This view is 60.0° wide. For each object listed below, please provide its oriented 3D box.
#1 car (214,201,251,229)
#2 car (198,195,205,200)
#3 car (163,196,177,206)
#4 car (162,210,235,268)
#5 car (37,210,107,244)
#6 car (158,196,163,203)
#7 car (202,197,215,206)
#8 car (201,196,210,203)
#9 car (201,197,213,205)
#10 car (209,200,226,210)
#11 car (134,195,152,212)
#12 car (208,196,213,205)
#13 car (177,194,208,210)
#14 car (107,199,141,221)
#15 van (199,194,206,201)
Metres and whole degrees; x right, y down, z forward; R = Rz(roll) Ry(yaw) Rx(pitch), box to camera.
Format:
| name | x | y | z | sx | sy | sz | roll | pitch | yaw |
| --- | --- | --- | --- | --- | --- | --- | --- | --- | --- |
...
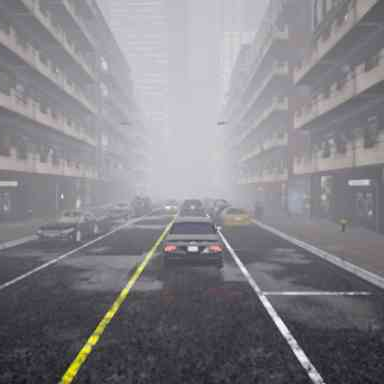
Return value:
| name | x | y | z | sx | sy | sz | roll | pitch | yaw |
| --- | --- | --- | --- | --- | --- | --- | --- | --- | --- |
| car | 2.675 | 1.526 | 21.431 | 1.752 | 1.417 | 4.829 | -1 | 0 | 0 |
| car | 2.660 | 1.563 | 94.087 | 2.008 | 1.369 | 4.403 | -1 | 0 | 0 |
| car | -3.087 | 1.568 | 52.970 | 1.994 | 1.385 | 4.181 | 0 | 0 | 0 |
| car | 0.044 | 1.548 | 11.282 | 2.033 | 1.411 | 5.357 | 0 | 0 | 0 |
| car | -5.704 | 1.551 | 15.686 | 2.008 | 1.369 | 4.403 | -1 | 0 | 0 |
| car | -5.715 | 1.557 | 66.104 | 2.008 | 1.369 | 4.403 | -1 | 0 | 0 |
| car | 2.668 | 1.570 | 54.873 | 1.947 | 1.339 | 4.313 | -1 | 0 | 0 |
| car | 2.984 | 1.533 | 72.489 | 1.812 | 1.442 | 4.674 | 0 | 0 | 0 |
| car | 2.666 | 1.556 | 60.476 | 2.008 | 1.369 | 4.403 | -1 | 0 | 0 |
| car | 2.674 | 1.567 | 26.863 | 1.947 | 1.339 | 4.313 | -1 | 0 | 0 |
| car | -5.712 | 1.317 | 38.094 | 2.192 | 1.841 | 5.009 | -1 | 0 | 0 |
| car | 2.671 | 1.441 | 32.465 | 1.967 | 1.590 | 4.097 | -1 | 0 | 0 |
| car | 0.063 | 1.352 | 29.681 | 2.097 | 1.767 | 4.553 | 0 | 0 | 0 |
| car | -5.706 | 1.552 | 26.890 | 2.008 | 1.369 | 4.403 | -1 | 0 | 0 |
| van | 2.658 | 1.352 | 88.485 | 1.690 | 1.788 | 3.998 | -1 | 0 | 0 |
